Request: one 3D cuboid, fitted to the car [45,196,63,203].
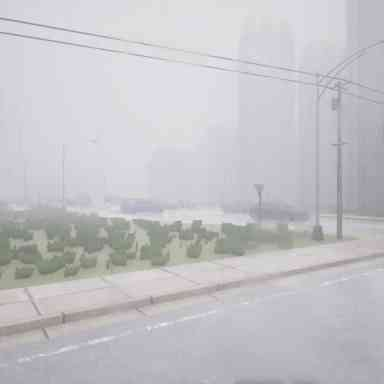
[{"bbox_3d":[-26.749,1.506,65.986,4.193,1.474,1.816,0,0,-34],"label":"car"}]

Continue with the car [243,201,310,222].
[{"bbox_3d":[6.501,1.478,25.248,1.882,1.535,5.008,0,0,-34],"label":"car"}]

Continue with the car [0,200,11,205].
[{"bbox_3d":[-24.020,1.310,39.268,4.605,1.855,1.932,0,0,-34],"label":"car"}]

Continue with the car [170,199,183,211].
[{"bbox_3d":[-3.575,1.477,40.005,1.882,1.535,5.008,0,0,-34],"label":"car"}]

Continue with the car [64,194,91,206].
[{"bbox_3d":[-18.736,1.313,55.129,3.866,1.878,1.905,0,0,-34],"label":"car"}]

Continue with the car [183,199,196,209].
[{"bbox_3d":[-1.545,1.601,43.542,1.895,1.301,4.718,0,0,-34],"label":"car"}]

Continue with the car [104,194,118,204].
[{"bbox_3d":[-12.656,1.073,53.458,2.097,1.767,4.553,0,0,-34],"label":"car"}]

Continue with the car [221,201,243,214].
[{"bbox_3d":[4.881,1.564,34.154,1.994,1.385,4.181,0,0,-34],"label":"car"}]

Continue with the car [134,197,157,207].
[{"bbox_3d":[-7.377,1.564,52.025,1.994,1.385,4.181,0,0,-33],"label":"car"}]

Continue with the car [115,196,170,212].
[{"bbox_3d":[-5.193,1.480,35.065,4.611,1.667,2.242,0,0,-34],"label":"car"}]

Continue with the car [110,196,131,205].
[{"bbox_3d":[-13.040,1.478,60.223,1.882,1.535,5.008,0,0,-34],"label":"car"}]
